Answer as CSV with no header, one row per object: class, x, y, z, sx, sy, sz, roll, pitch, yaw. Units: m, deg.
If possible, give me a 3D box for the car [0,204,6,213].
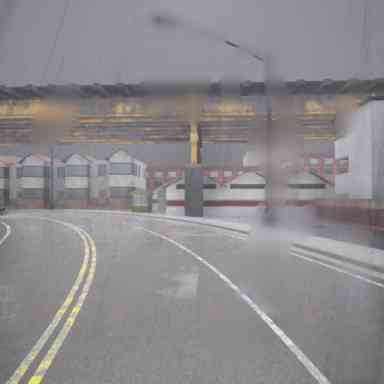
car,-24.618,1.838,39.860,5.357,1.411,2.033,-1,-2,28
